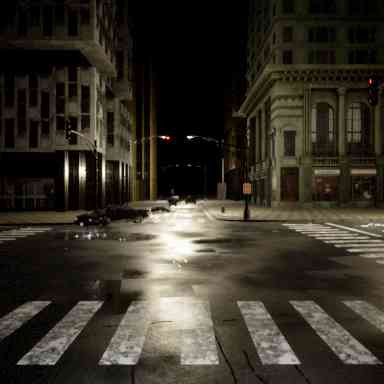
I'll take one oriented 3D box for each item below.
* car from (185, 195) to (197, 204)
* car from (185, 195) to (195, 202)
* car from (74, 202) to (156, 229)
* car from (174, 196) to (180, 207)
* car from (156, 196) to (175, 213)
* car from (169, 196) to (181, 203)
[{"bbox_3d":[-0.234,1.458,60.895,1.812,1.442,4.674,0,0,-1],"label":"car"},{"bbox_3d":[-0.427,1.454,73.760,1.994,1.385,4.181,0,0,0],"label":"car"},{"bbox_3d":[-5.165,1.558,22.402,2.033,1.411,5.357,0,0,35],"label":"car"},{"bbox_3d":[-3.297,1.518,50.439,1.994,1.385,4.181,0,0,0],"label":"car"},{"bbox_3d":[-3.226,1.525,36.245,2.033,1.411,5.357,0,0,0],"label":"car"},{"bbox_3d":[-3.391,1.465,66.986,2.033,1.411,5.357,0,0,0],"label":"car"}]
